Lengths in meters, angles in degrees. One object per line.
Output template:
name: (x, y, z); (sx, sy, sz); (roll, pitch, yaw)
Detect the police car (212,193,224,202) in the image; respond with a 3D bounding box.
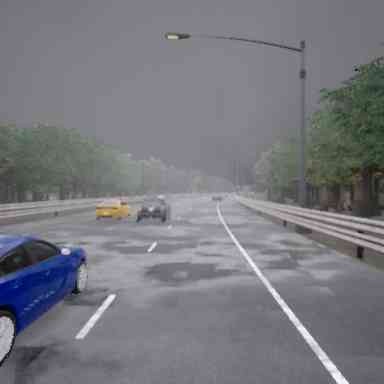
police car: (5.313, 1.264, 71.814); (1.930, 1.638, 5.238); (0, 0, 7)

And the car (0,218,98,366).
car: (-3.342, 1.455, 5.673); (1.882, 1.535, 5.008); (0, 0, 1)

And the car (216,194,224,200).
car: (7.356, 1.289, 87.515); (1.801, 1.575, 5.366); (0, 0, 8)

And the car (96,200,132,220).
car: (-6.252, 1.389, 27.025); (1.882, 1.535, 5.008); (0, 0, 2)

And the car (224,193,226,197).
car: (6.518, 1.187, 81.447); (2.097, 1.767, 4.553); (0, 0, 8)

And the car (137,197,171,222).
car: (-2.807, 1.270, 25.558); (2.097, 1.767, 4.553); (0, 0, 2)
